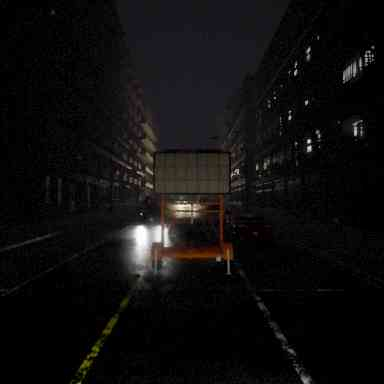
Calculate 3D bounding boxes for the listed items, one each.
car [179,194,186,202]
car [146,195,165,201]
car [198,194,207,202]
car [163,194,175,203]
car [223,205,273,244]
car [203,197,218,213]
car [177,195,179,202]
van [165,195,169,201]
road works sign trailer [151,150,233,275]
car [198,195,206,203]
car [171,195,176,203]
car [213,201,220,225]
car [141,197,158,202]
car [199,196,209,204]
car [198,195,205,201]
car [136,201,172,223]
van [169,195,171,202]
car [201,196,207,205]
[{"bbox_3d":[-2.718,1.490,89.203,2.150,2.045,5.566,0,-1,0],"label":"car"},{"bbox_3d":[-5.274,1.395,43.529,2.192,1.841,5.009,2,0,0],"label":"car"},{"bbox_3d":[2.584,1.545,82.178,2.192,1.841,5.009,1,0,0],"label":"car"},{"bbox_3d":[-5.263,1.520,76.710,2.192,1.841,5.009,1,0,0],"label":"car"},{"bbox_3d":[2.590,1.562,15.808,1.887,1.381,4.507,1,0,0],"label":"car"},{"bbox_3d":[2.598,1.610,37.930,1.887,1.381,4.507,1,0,0],"label":"car"},{"bbox_3d":[-5.266,1.824,87.771,1.947,1.339,4.313,1,0,0],"label":"car"},{"bbox_3d":[-5.271,1.455,54.587,1.690,1.788,3.998,2,0,0],"label":"van"},{"bbox_3d":[0.001,0.474,10.477,2.380,3.560,2.880,0,0,0],"label":"road works sign trailer"},{"bbox_3d":[2.606,1.679,60.054,1.887,1.381,4.507,1,0,0],"label":"car"},{"bbox_3d":[-5.265,1.496,71.180,2.192,1.841,5.009,1,0,0],"label":"car"},{"bbox_3d":[2.593,1.552,21.510,1.752,1.417,4.829,1,0,0],"label":"car"},{"bbox_3d":[-5.282,1.591,37.827,1.752,1.417,4.829,2,0,0],"label":"car"},{"bbox_3d":[2.619,1.621,71.116,1.967,1.590,4.097,1,0,0],"label":"car"},{"bbox_3d":[2.585,1.728,93.241,1.967,1.590,4.097,1,0,0],"label":"car"},{"bbox_3d":[-2.843,1.636,25.548,1.895,1.301,4.718,0,0,0],"label":"car"},{"bbox_3d":[-5.270,1.476,60.119,1.690,1.788,3.998,1,0,0],"label":"van"},{"bbox_3d":[2.599,1.631,43.462,2.008,1.369,4.403,1,0,0],"label":"car"}]
